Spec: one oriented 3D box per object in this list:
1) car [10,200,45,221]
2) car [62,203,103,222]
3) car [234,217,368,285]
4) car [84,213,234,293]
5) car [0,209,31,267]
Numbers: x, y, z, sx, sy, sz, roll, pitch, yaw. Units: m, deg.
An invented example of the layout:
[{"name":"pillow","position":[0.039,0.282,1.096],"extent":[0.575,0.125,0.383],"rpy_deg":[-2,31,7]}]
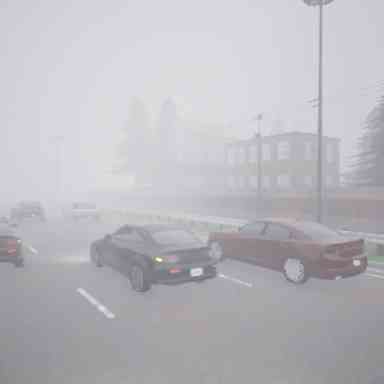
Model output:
[{"name":"car","position":[-12.439,1.381,25.187],"extent":[1.837,1.490,4.892],"rpy_deg":[0,0,-35]},{"name":"car","position":[-8.603,1.506,25.789],"extent":[1.895,1.301,4.718],"rpy_deg":[0,0,-35]},{"name":"car","position":[2.439,1.485,9.786],"extent":[1.882,1.535,5.008],"rpy_deg":[0,0,-35]},{"name":"car","position":[-1.194,1.506,8.882],"extent":[1.812,1.442,4.674],"rpy_deg":[0,0,-35]},{"name":"car","position":[-6.499,1.465,10.414],"extent":[1.812,1.442,4.674],"rpy_deg":[0,0,-35]}]
